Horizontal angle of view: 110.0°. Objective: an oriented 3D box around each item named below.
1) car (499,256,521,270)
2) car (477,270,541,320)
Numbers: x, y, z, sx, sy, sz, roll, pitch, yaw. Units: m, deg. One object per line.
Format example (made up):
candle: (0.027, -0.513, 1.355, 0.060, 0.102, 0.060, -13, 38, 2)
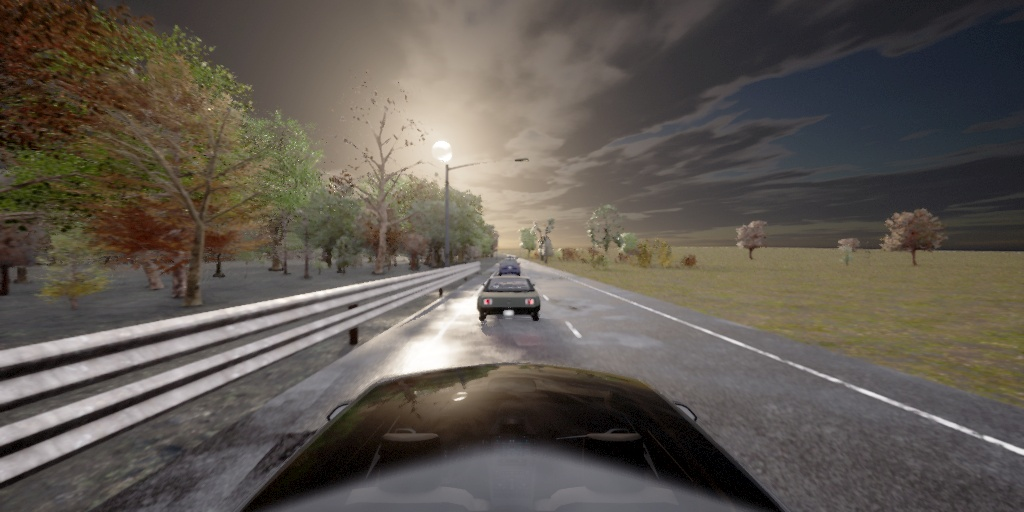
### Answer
car: (-0.204, 1.098, 35.433, 2.097, 1.767, 4.553, 0, 0, 0)
car: (-0.100, 1.350, 12.538, 1.895, 1.301, 4.718, 0, 0, 0)
